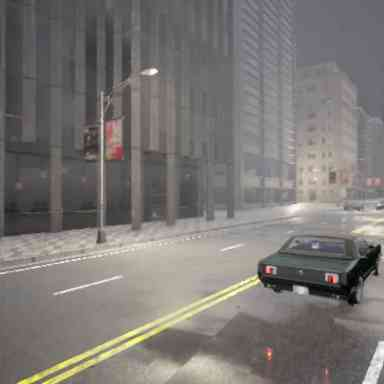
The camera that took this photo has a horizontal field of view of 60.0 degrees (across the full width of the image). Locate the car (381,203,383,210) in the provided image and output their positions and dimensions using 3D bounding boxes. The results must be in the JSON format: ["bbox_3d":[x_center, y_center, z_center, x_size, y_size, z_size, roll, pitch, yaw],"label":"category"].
[{"bbox_3d":[16.313,1.639,25.615,2.033,1.411,5.357,-1,-1,37],"label":"car"}]

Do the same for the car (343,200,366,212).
[{"bbox_3d":[20.950,1.737,42.967,1.812,1.442,4.674,-1,-1,37],"label":"car"}]

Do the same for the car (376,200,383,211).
[{"bbox_3d":[25.305,1.712,43.332,2.033,1.411,5.357,-1,-1,37],"label":"car"}]

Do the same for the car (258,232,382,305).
[{"bbox_3d":[3.484,1.658,8.368,1.895,1.301,4.718,-1,-1,37],"label":"car"}]
